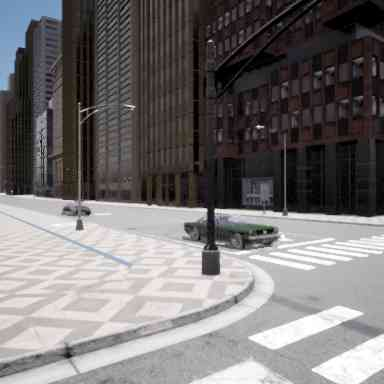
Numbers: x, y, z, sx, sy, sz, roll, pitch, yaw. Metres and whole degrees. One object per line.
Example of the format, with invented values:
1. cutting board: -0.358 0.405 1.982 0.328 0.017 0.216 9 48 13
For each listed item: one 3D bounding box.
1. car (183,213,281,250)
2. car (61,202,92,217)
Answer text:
1. car: 1.631 1.664 14.981 1.895 1.301 4.718 0 0 -35
2. car: -11.995 1.729 34.291 2.033 1.411 5.357 0 0 -35
